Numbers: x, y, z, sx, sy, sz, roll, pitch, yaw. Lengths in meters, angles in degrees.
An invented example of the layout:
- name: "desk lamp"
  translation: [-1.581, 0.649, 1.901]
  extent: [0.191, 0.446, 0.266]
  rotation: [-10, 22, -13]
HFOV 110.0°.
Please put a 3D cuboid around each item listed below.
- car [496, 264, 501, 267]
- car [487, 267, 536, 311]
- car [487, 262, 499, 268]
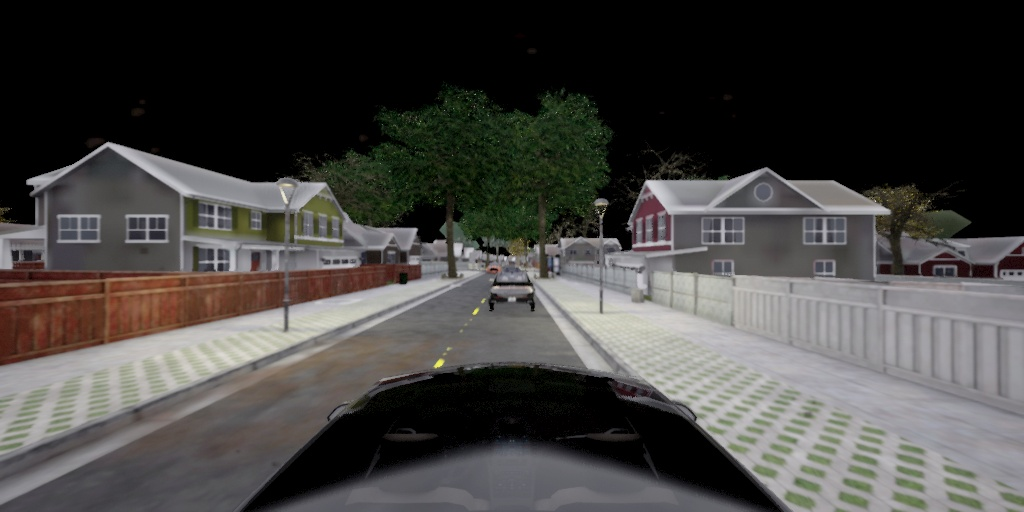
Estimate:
- name: "car"
  translation: [0.004, 1.610, 29.393]
  extent: [2.033, 1.411, 5.357]
  rotation: [0, -1, 0]
- name: "car"
  translation: [0.015, 1.384, 15.371]
  extent: [2.128, 1.511, 4.902]
  rotation: [0, 0, 0]
- name: "car"
  translation: [-2.774, 1.803, 56.378]
  extent: [2.097, 1.767, 4.553]
  rotation: [0, -1, 0]
